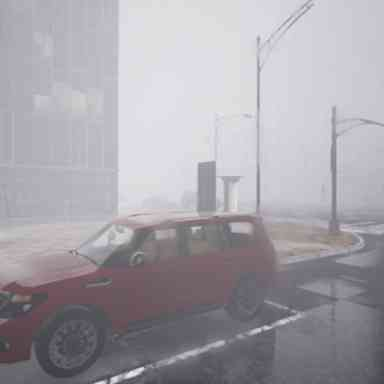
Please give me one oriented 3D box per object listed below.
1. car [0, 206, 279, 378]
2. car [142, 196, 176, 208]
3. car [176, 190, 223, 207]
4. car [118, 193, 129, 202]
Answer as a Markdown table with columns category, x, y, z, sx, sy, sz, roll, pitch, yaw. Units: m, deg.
| category | x | y | z | sx | sy | sz | roll | pitch | yaw |
| --- | --- | --- | --- | --- | --- | --- | --- | --- | --- |
| car | -0.661 | 1.315 | 5.705 | 5.009 | 1.841 | 2.192 | 0 | 0 | -35 |
| car | -3.718 | 1.143 | 37.458 | 2.033 | 1.411 | 5.357 | 0 | 1 | -36 |
| car | 0.970 | 0.866 | 36.588 | 2.150 | 2.045 | 5.566 | 0 | 1 | -37 |
| car | -12.027 | 0.885 | 54.302 | 1.837 | 1.490 | 4.892 | 0 | 0 | -36 |
